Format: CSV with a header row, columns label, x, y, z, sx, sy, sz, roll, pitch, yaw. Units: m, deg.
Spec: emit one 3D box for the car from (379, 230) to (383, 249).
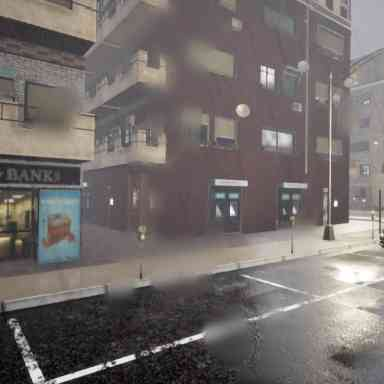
label,x,y,z,sx,sy,sz,roll,pitch,yaw
car,9.077,1.554,13.107,4.403,1.369,2.008,0,1,-35
